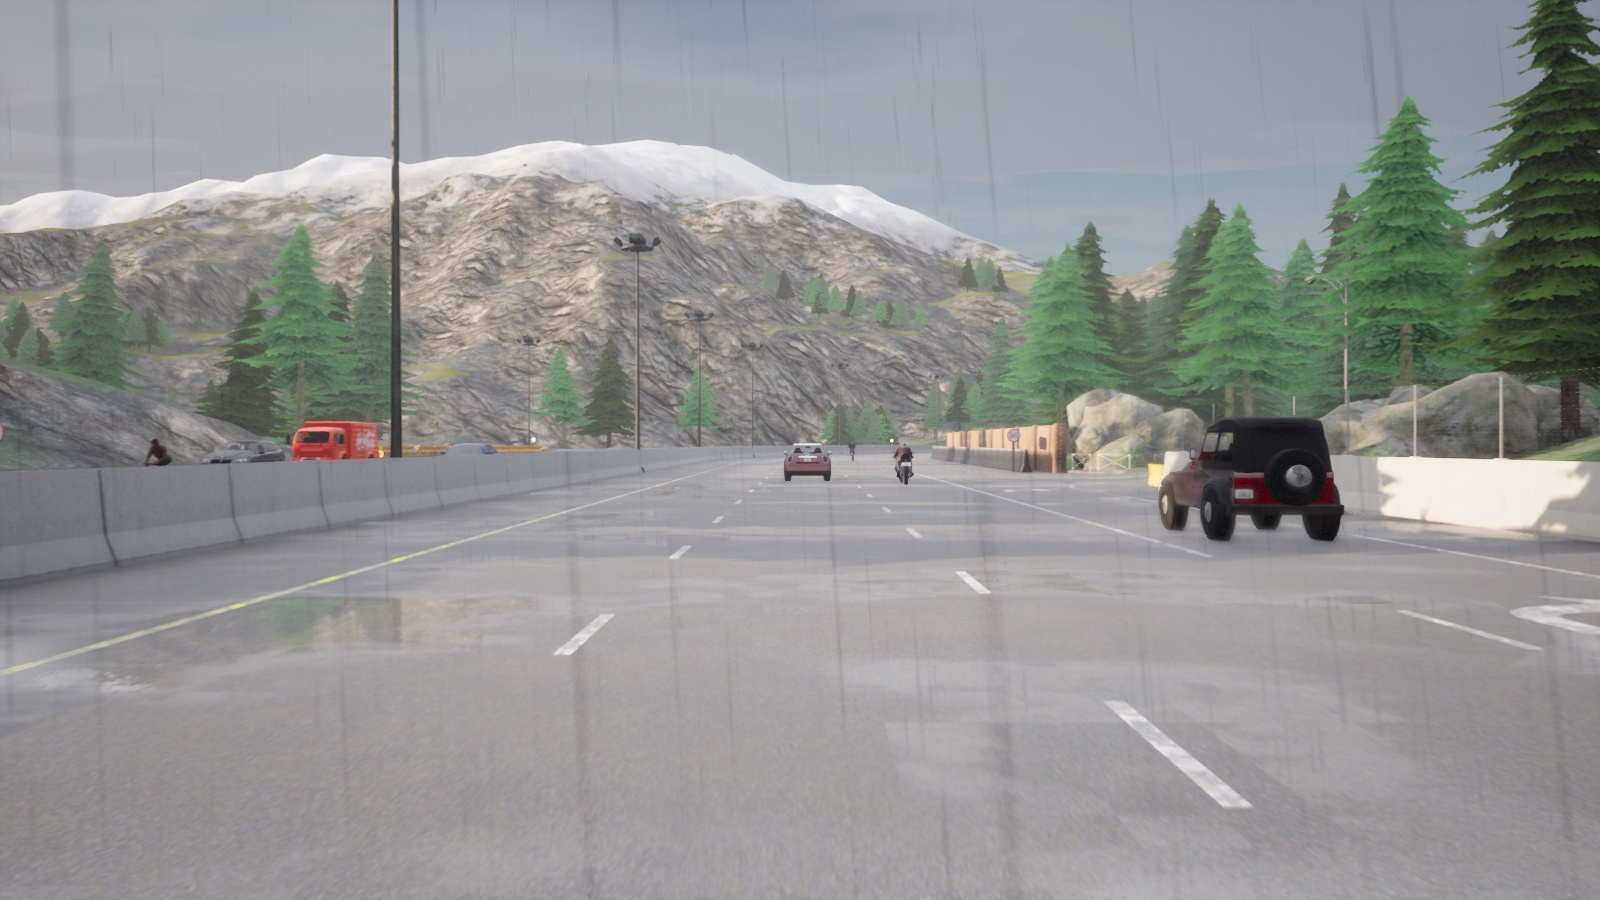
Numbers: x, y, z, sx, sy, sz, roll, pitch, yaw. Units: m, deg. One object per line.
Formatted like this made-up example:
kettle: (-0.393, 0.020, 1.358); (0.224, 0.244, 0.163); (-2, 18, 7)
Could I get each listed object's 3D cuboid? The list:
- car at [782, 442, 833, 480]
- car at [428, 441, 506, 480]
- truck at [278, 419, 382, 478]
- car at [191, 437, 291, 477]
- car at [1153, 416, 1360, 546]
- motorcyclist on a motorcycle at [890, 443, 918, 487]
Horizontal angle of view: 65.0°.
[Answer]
car: (0.305, 0.425, 51.001); (1.970, 1.475, 3.806); (0, 0, 0)
car: (-13.690, 0.421, 51.878); (1.882, 1.535, 5.008); (0, 0, 0)
truck: (-20.669, -0.070, 55.557); (2.627, 2.467, 5.204); (0, 0, 0)
car: (-24.175, 0.264, 54.530); (2.242, 1.667, 4.611); (0, 0, 0)
car: (7.130, 0.435, 20.054); (1.905, 1.878, 3.866); (0, 0, 0)
motorcyclist on a motorcycle: (3.775, 0.527, 45.662); (0.866, 1.530, 2.191); (0, 0, 0)
